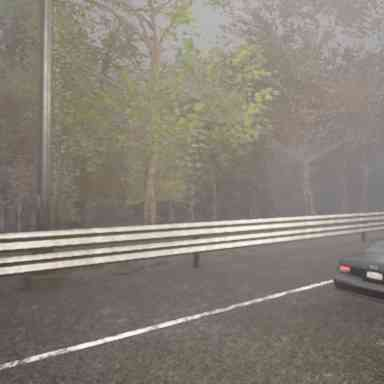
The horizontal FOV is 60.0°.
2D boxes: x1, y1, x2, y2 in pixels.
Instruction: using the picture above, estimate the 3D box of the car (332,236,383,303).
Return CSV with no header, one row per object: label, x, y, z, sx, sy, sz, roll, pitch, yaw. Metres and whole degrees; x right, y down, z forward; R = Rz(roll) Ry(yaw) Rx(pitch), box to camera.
car,5.431,1.624,7.653,5.357,1.411,2.033,1,0,-36
